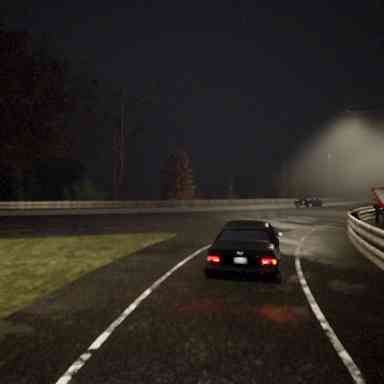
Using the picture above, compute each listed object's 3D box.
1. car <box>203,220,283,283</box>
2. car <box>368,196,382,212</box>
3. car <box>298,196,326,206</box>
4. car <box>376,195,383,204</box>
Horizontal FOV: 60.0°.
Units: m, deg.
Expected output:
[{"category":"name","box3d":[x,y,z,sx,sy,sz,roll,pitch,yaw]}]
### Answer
[{"category":"car","box3d":[1.636,1.536,9.702,2.033,1.411,5.357,0,0,13]},{"category":"car","box3d":[21.565,1.345,37.314,4.553,1.767,2.097,0,0,-42]},{"category":"car","box3d":[14.787,1.286,41.520,4.892,1.490,1.837,0,0,-36]},{"category":"car","box3d":[35.523,1.282,61.350,1.882,1.535,5.008,0,0,39]}]
